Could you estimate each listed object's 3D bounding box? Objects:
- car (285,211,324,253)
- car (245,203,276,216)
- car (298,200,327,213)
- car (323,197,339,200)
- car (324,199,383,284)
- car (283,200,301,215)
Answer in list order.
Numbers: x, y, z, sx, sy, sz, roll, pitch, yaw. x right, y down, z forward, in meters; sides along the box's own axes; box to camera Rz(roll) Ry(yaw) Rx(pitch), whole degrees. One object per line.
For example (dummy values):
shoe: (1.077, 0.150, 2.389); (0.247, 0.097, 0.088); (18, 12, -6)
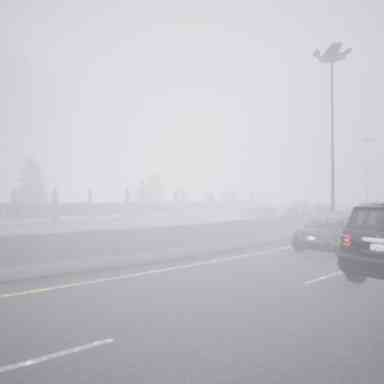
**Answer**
car: (5.842, 1.675, 13.520); (4.181, 1.385, 1.994); (0, -1, -43)
car: (7.681, 1.947, 37.101); (1.895, 1.301, 4.718); (0, -1, 34)
car: (12.120, 1.780, 31.380); (2.128, 1.511, 4.902); (0, -1, 36)
car: (28.741, 1.921, 70.039); (2.097, 1.767, 4.553); (0, -1, 11)
car: (5.956, 1.294, 8.812); (5.566, 2.045, 2.150); (1, -1, -41)
car: (11.779, 1.701, 37.023); (2.097, 1.767, 4.553); (0, -1, 33)
